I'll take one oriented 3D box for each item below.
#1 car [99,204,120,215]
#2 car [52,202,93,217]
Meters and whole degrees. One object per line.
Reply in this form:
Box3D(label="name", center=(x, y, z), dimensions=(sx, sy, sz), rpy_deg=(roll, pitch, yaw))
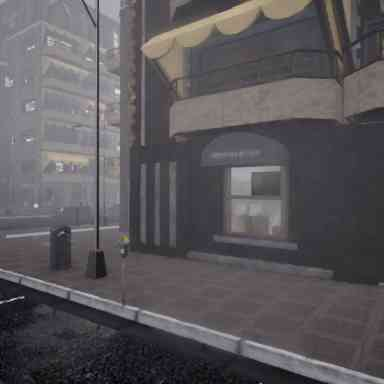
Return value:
Box3D(label="car", center=(-9.403, 2.060, 39.864), dimensions=(1.802, 1.307, 4.206), rpy_deg=(-1, -1, 35))
Box3D(label="car", center=(-12.685, 1.818, 35.240), dimensions=(1.967, 1.590, 4.097), rpy_deg=(-1, -1, 35))
